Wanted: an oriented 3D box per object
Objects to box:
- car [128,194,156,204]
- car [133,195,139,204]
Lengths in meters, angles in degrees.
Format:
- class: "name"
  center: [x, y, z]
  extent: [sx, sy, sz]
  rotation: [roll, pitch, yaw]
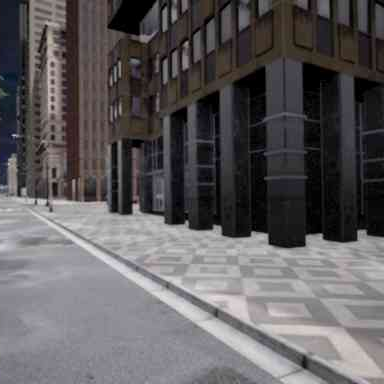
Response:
- class: "car"
  center: [-9.803, 1.425, 65.553]
  extent: [5.009, 1.841, 2.192]
  rotation: [0, -1, -30]
- class: "car"
  center: [-10.280, 1.376, 55.452]
  extent: [4.097, 1.590, 1.967]
  rotation: [0, -1, -30]
